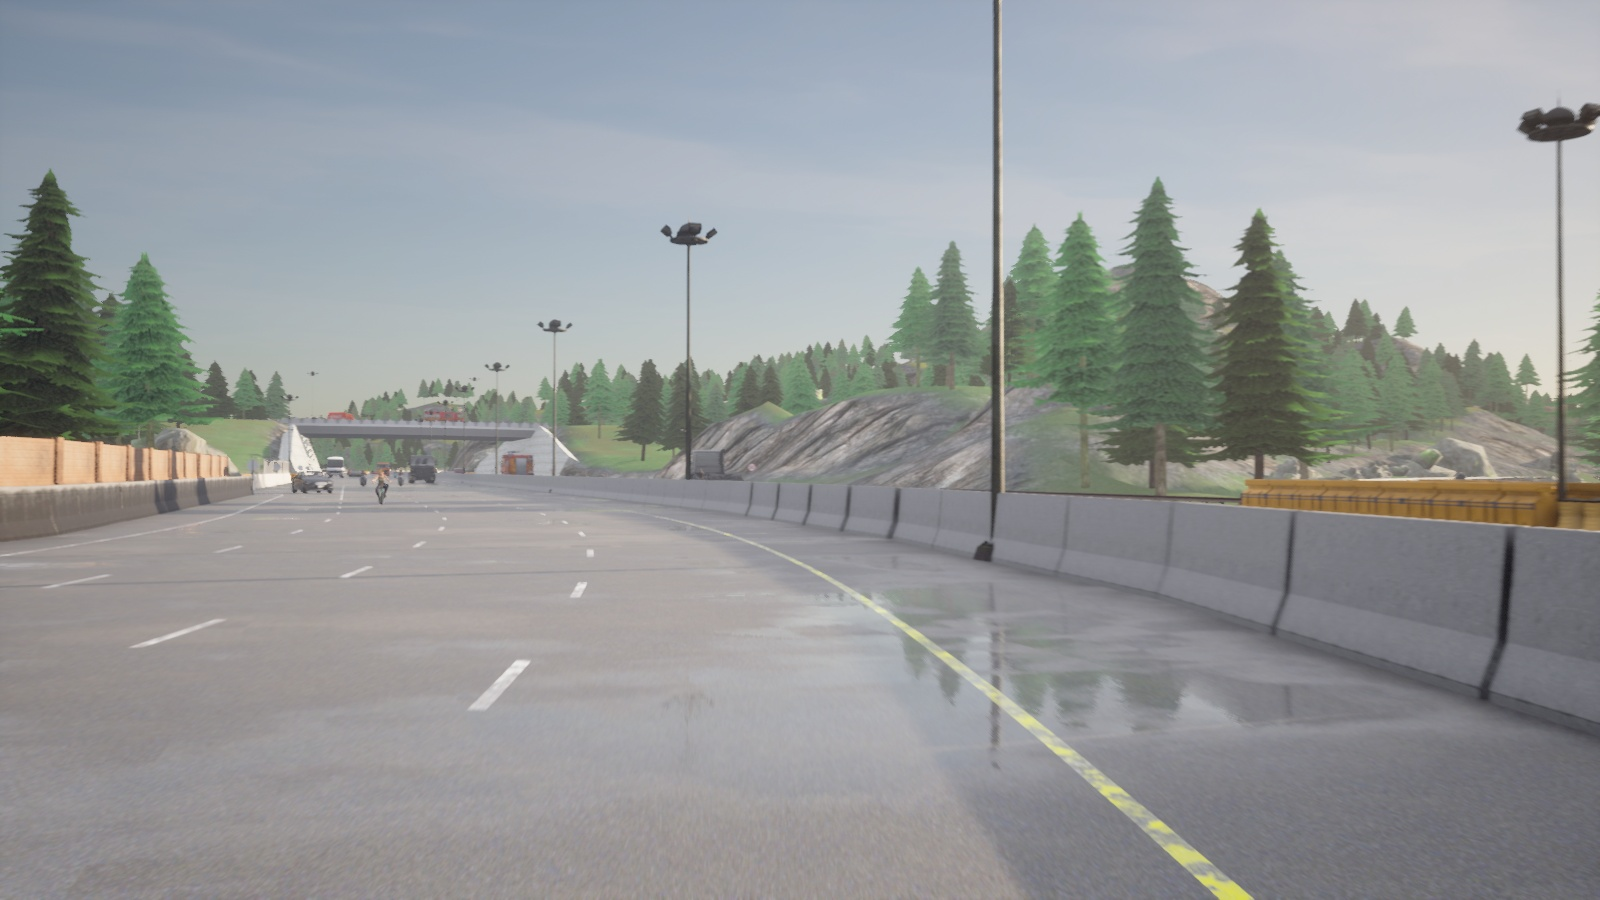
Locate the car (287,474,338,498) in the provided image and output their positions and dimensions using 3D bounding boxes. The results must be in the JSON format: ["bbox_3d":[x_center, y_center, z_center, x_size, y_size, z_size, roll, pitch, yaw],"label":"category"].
[{"bbox_3d":[-32.627,2.377,83.938,2.128,1.511,4.902,0,-1,-34],"label":"car"}]
